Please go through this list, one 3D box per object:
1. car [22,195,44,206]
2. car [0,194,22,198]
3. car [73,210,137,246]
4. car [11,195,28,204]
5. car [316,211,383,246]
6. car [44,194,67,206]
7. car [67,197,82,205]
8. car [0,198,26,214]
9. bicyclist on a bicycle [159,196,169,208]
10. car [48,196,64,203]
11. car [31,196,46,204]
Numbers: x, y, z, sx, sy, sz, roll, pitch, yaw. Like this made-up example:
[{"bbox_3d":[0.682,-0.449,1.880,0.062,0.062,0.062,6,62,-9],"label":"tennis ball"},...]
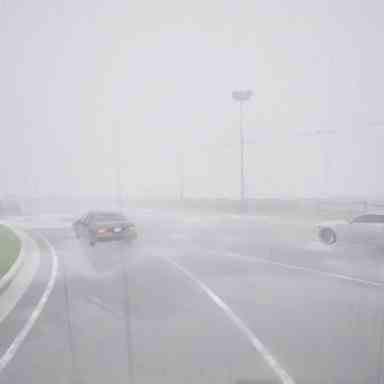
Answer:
[{"bbox_3d":[-27.609,1.651,57.361,1.882,1.535,5.008,0,0,-38],"label":"car"},{"bbox_3d":[-30.383,1.418,55.225,2.150,2.045,5.566,0,0,-38],"label":"car"},{"bbox_3d":[-4.205,1.569,15.493,2.033,1.411,5.357,0,0,-29],"label":"car"},{"bbox_3d":[-34.023,1.405,65.536,2.097,1.767,4.553,0,0,-38],"label":"car"},{"bbox_3d":[7.246,1.459,13.059,1.812,1.442,4.674,0,0,-38],"label":"car"},{"bbox_3d":[-24.875,1.372,59.544,2.150,2.045,5.566,0,0,-38],"label":"car"},{"bbox_3d":[-22.100,1.675,61.681,2.033,1.411,5.357,0,0,-38],"label":"car"},{"bbox_3d":[-20.482,1.680,37.094,2.033,1.411,5.357,0,0,-38],"label":"car"},{"bbox_3d":[-3.733,1.296,44.846,1.656,1.620,0.582,-1,0,-38],"label":"bicyclist on a bicycle"},{"bbox_3d":[-28.532,1.504,69.880,1.837,1.490,4.892,0,0,-38],"label":"car"},{"bbox_3d":[-31.286,1.527,67.720,1.837,1.490,4.892,0,0,-38],"label":"car"}]
